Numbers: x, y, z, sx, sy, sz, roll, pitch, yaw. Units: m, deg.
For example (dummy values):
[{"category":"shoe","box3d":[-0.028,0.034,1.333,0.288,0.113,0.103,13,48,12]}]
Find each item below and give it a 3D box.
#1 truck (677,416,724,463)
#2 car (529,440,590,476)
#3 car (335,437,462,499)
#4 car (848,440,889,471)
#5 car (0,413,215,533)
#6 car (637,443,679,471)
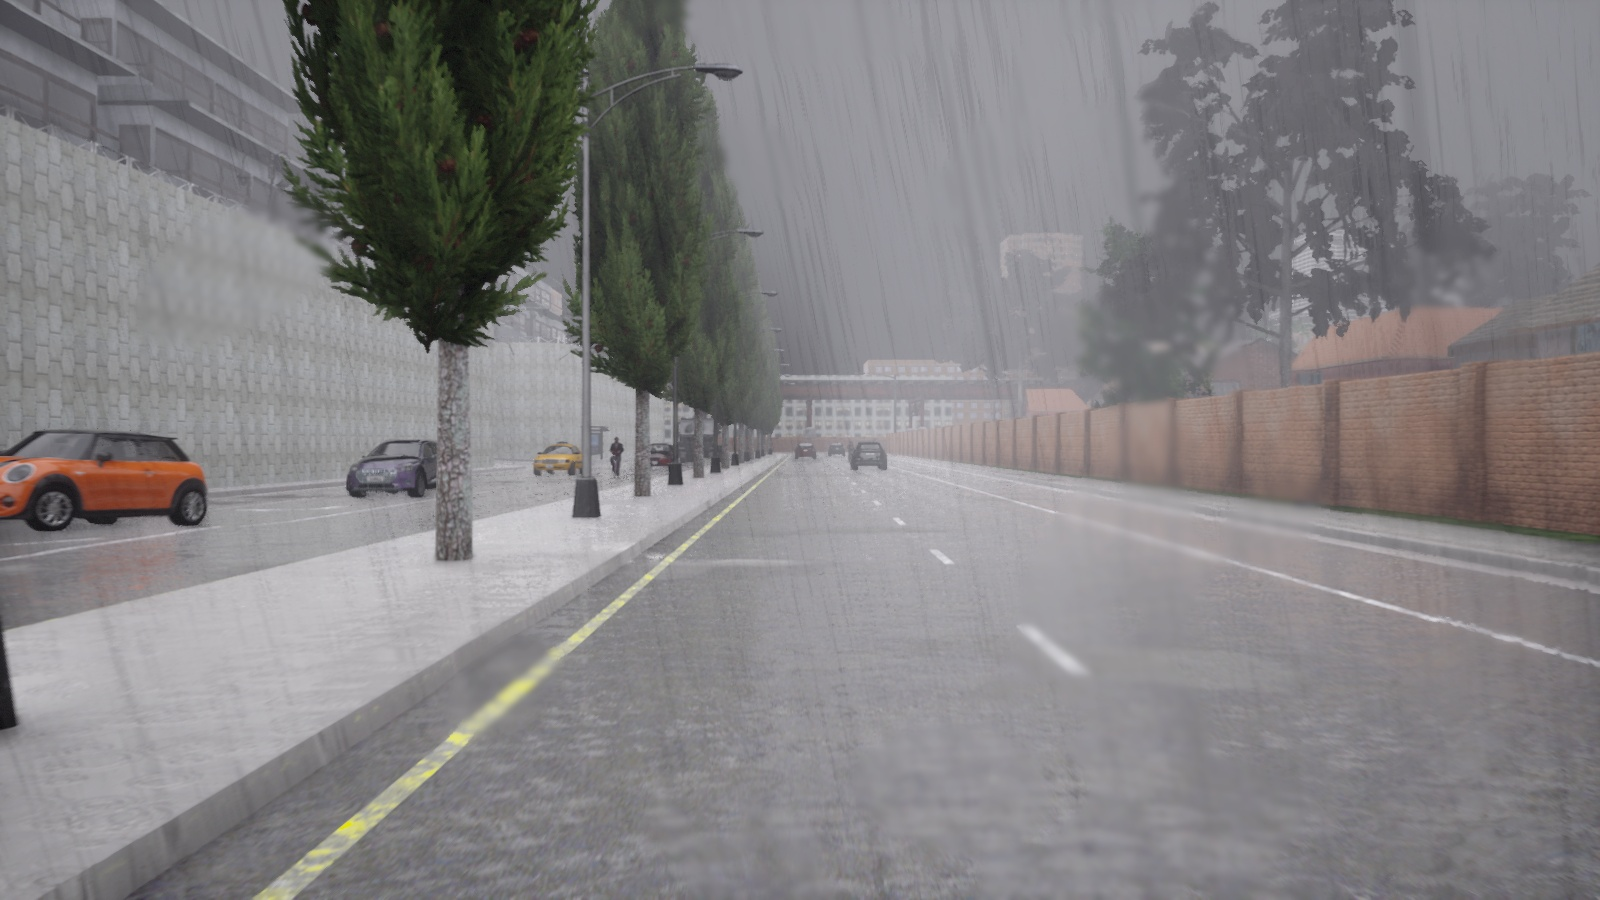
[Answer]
[{"category":"truck","box3d":[-7.551,-0.782,96.237,2.891,3.462,7.936,0,0,0]},{"category":"car","box3d":[-11.220,0.345,58.982,1.801,1.575,5.366,0,0,0]},{"category":"car","box3d":[-11.324,0.467,35.792,2.033,1.649,4.856,0,0,0]},{"category":"car","box3d":[3.824,0.284,70.403,2.033,1.649,4.856,0,0,0]},{"category":"car","box3d":[-12.264,0.406,20.941,2.097,1.767,4.553,1,-2,14]},{"category":"car","box3d":[-7.678,0.370,68.349,1.816,1.474,4.193,0,0,0]}]
